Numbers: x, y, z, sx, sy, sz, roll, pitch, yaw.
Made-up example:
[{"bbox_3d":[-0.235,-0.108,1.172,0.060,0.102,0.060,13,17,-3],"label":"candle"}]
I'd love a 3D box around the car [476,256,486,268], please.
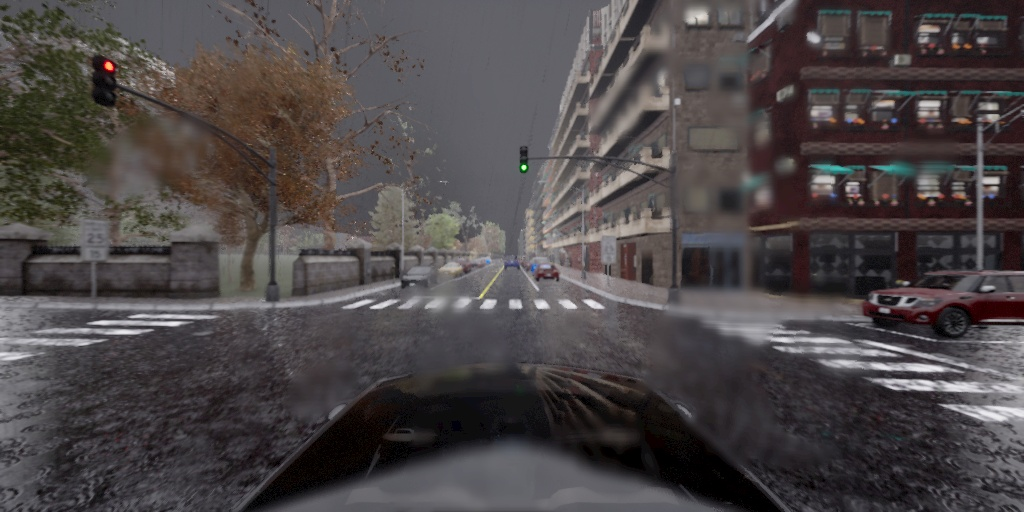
[{"bbox_3d":[-5.692,1.105,56.675,1.967,1.591,4.097,0,0,0],"label":"car"}]

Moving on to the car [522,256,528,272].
[{"bbox_3d":[2.689,1.116,45.414,1.967,1.591,4.097,0,0,0],"label":"car"}]

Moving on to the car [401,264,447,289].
[{"bbox_3d":[-5.691,1.274,22.893,1.948,1.339,4.313,0,0,0],"label":"car"}]

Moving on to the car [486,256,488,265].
[{"bbox_3d":[-5.692,1.101,62.304,1.967,1.591,4.097,0,0,0],"label":"car"}]

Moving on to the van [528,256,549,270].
[{"bbox_3d":[2.689,1.031,34.154,1.690,1.789,3.998,0,0,0],"label":"van"}]

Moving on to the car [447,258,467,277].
[{"bbox_3d":[-5.691,1.215,33.984,1.751,1.417,4.829,0,0,0],"label":"car"}]

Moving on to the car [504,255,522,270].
[{"bbox_3d":[-0.003,0.892,51.221,2.150,2.045,5.566,0,0,0],"label":"car"}]

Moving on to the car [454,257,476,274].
[{"bbox_3d":[-5.692,0.997,39.784,2.192,1.841,5.009,0,0,0],"label":"car"}]

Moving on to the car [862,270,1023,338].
[{"bbox_3d":[13.448,1.328,10.553,5.009,1.841,2.192,0,0,-1],"label":"car"}]

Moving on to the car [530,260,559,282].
[{"bbox_3d":[2.689,1.243,28.523,1.888,1.381,4.507,0,0,0],"label":"car"}]
